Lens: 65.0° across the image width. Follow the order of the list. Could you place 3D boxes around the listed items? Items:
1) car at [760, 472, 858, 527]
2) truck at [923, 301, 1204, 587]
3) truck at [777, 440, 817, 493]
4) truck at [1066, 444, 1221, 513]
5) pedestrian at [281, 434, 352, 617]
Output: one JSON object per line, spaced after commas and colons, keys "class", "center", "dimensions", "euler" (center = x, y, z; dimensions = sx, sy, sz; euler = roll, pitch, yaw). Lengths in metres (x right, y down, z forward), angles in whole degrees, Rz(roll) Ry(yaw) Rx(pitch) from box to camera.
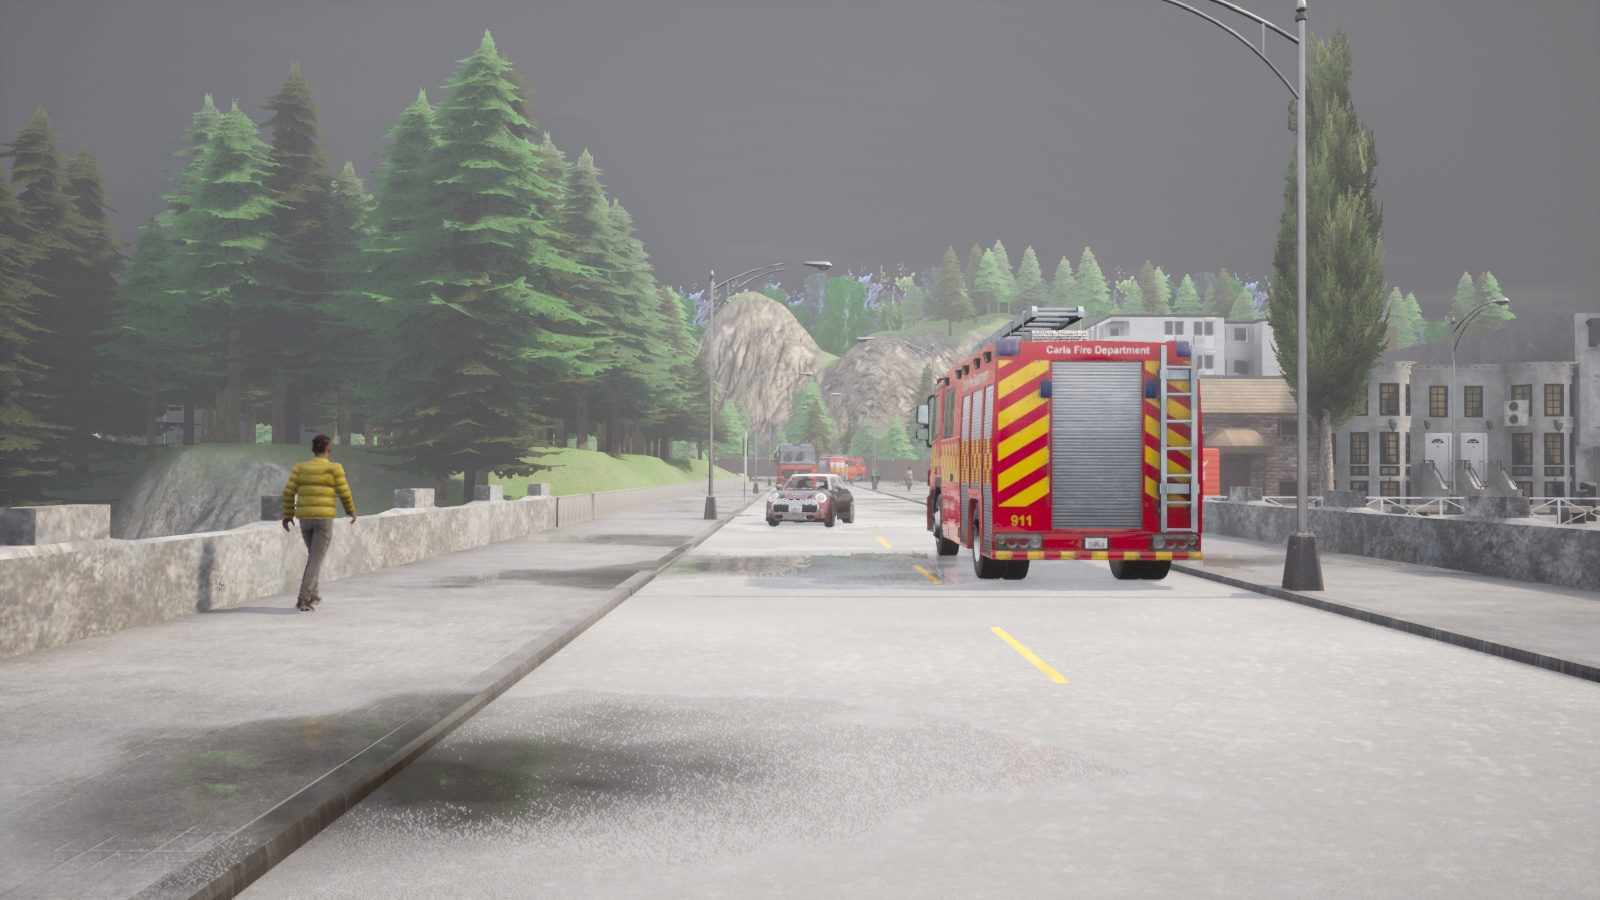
{"class": "car", "center": [0.325, 1.383, 36.105], "dimensions": [1.970, 1.475, 3.806], "euler": [0, -1, 14]}
{"class": "truck", "center": [3.942, -0.013, 21.061], "dimensions": [2.891, 3.827, 8.468], "euler": [0, -1, 0]}
{"class": "truck", "center": [-0.241, 1.238, 94.765], "dimensions": [2.891, 3.827, 8.468], "euler": [0, -1, 0]}
{"class": "truck", "center": [12.591, 1.054, 46.356], "dimensions": [5.204, 2.467, 2.627], "euler": [0, -1, 8]}
{"class": "pedestrian", "center": [-5.003, 0.763, 13.016], "dimensions": [0.431, 1.840, 0.709], "euler": [0, -1, 3]}
